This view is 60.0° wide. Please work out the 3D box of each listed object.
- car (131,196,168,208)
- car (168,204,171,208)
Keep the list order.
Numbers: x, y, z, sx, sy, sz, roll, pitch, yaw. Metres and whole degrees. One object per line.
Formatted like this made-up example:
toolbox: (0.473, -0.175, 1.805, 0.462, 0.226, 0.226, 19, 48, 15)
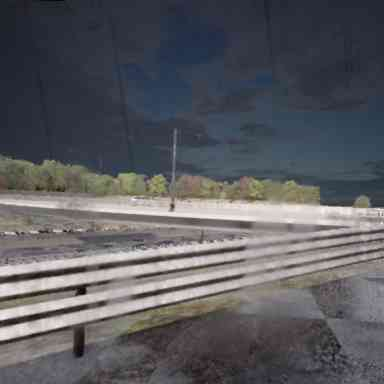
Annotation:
car: (-7.155, 1.673, 52.936, 5.566, 2.045, 2.150, 1, -2, 31)
car: (-5.410, 2.045, 55.957, 4.892, 1.490, 1.837, 1, -2, 31)
